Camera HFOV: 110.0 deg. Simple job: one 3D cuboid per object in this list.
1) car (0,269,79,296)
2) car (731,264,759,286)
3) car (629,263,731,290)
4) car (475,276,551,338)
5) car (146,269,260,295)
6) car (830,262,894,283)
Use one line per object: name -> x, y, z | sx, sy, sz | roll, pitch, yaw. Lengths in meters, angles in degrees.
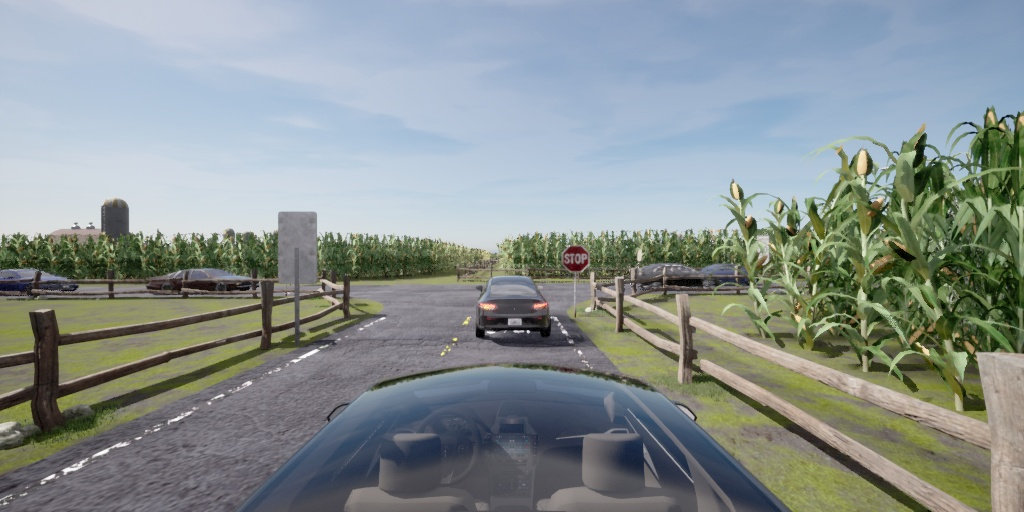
car -> -27.809, 1.491, 20.486 | 4.674, 1.442, 1.812 | 0, 0, 0
car -> 13.627, 1.197, 23.376 | 4.181, 1.385, 1.994 | 0, 0, 0
car -> 9.237, 1.173, 20.427 | 4.902, 1.511, 2.128 | 0, 0, 0
car -> -0.041, 1.275, 10.132 | 1.812, 1.442, 4.674 | 0, 0, -3
car -> -17.528, 1.429, 20.472 | 5.357, 1.411, 2.033 | 0, 0, 0
car -> 23.563, 1.073, 23.351 | 4.892, 1.490, 1.837 | 0, 0, 0
